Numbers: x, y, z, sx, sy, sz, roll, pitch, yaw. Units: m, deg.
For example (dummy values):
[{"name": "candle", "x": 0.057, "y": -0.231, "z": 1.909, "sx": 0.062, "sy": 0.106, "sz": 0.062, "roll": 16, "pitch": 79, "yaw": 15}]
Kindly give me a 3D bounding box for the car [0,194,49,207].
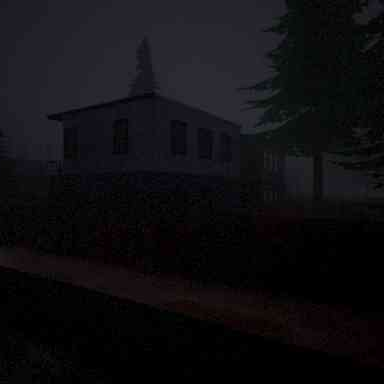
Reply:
[{"name": "car", "x": -14.764, "y": 1.195, "z": 29.609, "sx": 2.150, "sy": 2.045, "sz": 5.566, "roll": 0, "pitch": 0, "yaw": 27}]
